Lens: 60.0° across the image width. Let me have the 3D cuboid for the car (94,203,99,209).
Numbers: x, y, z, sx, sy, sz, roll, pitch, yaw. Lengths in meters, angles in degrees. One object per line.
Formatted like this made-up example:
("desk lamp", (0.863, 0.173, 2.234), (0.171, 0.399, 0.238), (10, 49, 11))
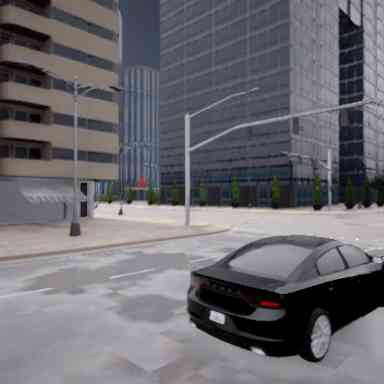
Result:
("car", (-16.852, 2.032, 52.736), (5.357, 1.411, 2.033), (-1, -1, 44))

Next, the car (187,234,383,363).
("car", (2.154, 1.528, 6.115), (5.008, 1.535, 1.882), (0, -1, -43))
